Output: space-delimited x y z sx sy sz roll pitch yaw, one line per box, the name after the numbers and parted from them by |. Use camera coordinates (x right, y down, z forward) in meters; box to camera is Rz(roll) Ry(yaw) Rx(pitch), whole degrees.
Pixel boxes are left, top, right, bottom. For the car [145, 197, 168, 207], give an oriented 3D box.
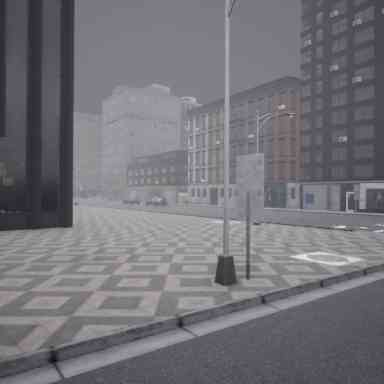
-5.935 1.625 54.250 1.812 1.442 4.674 1 0 -36 | car

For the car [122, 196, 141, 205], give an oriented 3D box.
-11.381 1.714 61.792 1.895 1.301 4.718 1 0 -36 | car

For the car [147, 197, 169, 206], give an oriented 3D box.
-6.247 1.639 60.379 1.837 1.490 4.892 1 0 -36 | car

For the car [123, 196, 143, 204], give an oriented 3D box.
-12.307 1.640 68.840 2.128 1.511 4.902 1 0 -36 | car
